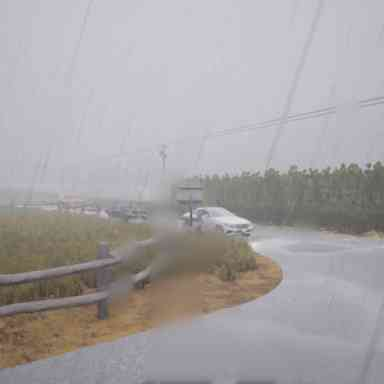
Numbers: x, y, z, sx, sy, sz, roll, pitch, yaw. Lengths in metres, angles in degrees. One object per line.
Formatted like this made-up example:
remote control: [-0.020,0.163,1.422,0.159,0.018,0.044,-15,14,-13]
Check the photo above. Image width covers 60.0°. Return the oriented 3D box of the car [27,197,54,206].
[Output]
car: [-24.862,1.563,54.563,4.181,1.385,1.994,0,0,7]

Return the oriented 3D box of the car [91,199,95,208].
car: [-15.228,1.490,46.676,2.128,1.511,4.902,0,0,-36]

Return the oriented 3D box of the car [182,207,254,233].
car: [1.177,1.524,17.572,1.812,1.442,4.674,0,0,-33]

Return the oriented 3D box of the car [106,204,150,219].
car: [-5.160,1.600,26.611,1.895,1.301,4.718,0,0,-35]

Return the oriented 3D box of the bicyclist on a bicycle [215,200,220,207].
bicyclist on a bicycle: [2.251,1.453,27.649,1.656,1.620,0.582,0,0,-35]

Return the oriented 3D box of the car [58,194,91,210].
car: [-14.377,1.221,39.654,2.150,2.045,5.566,0,0,-36]
